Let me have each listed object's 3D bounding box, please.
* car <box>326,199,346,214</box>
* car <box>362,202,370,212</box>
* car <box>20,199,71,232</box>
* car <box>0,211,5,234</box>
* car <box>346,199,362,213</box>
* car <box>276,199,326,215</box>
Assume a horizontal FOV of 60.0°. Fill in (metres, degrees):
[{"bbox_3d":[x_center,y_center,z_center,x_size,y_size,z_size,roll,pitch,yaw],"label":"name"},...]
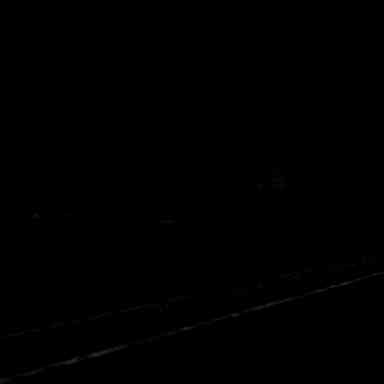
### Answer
[{"bbox_3d":[13.543,1.549,36.192,2.231,1.521,4.892,0,0,-35],"label":"car"},{"bbox_3d":[18.772,1.609,39.920,2.002,1.452,4.674,0,0,-35],"label":"car"},{"bbox_3d":[-8.969,1.334,20.203,2.185,1.767,4.553,0,0,-36],"label":"car"},{"bbox_3d":[-11.509,1.491,18.305,2.002,1.452,4.674,0,0,-36],"label":"car"},{"bbox_3d":[16.203,1.559,38.100,2.097,1.535,5.008,0,0,-35],"label":"car"},{"bbox_3d":[10.873,1.578,34.293,2.002,1.452,4.674,0,0,-35],"label":"car"}]
